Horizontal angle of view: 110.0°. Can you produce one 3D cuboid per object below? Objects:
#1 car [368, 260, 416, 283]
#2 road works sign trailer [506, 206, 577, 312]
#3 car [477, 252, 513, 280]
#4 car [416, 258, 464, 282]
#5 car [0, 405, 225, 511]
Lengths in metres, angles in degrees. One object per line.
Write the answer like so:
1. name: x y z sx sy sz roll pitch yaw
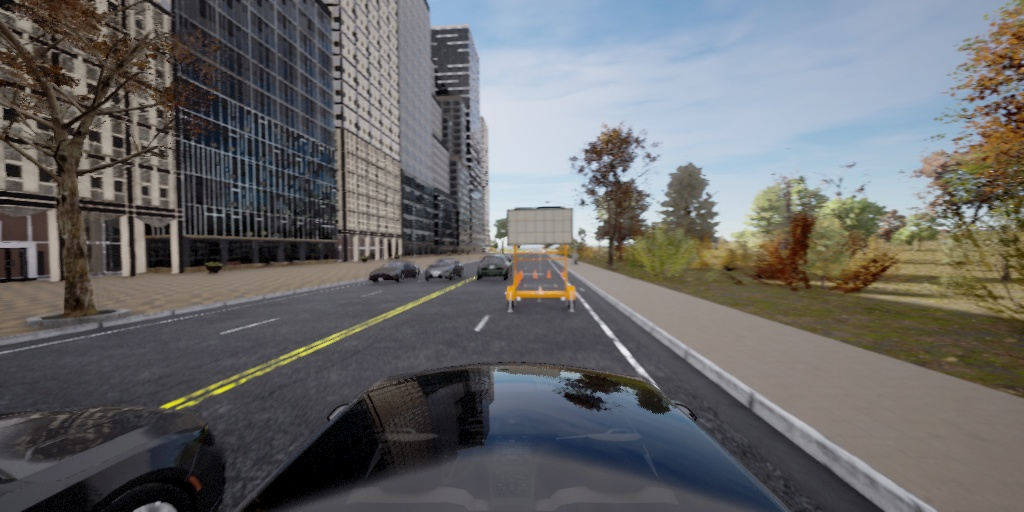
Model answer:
1. car: -7.916 1.016 24.800 2.033 1.411 5.357 -1 1 5
2. road works sign trailer: 1.053 0.005 13.087 2.380 3.560 2.880 0 0 4
3. car: -1.139 0.710 25.608 2.097 1.767 4.553 -1 1 4
4. car: -4.632 0.909 25.058 2.128 1.511 4.902 -1 1 5
5. car: -3.098 1.319 0.560 1.837 1.490 4.892 -1 1 4
